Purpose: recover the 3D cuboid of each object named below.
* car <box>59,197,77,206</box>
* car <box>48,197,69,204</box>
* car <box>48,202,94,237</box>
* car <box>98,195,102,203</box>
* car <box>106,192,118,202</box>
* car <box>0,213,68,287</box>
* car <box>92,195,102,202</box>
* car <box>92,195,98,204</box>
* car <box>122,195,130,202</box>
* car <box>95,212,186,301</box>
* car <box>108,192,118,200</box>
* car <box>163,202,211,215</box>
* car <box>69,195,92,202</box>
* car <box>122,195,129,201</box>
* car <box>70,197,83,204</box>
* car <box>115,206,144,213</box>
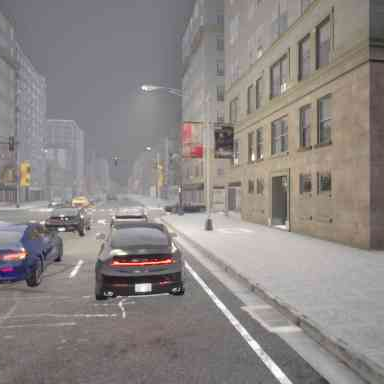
[{"bbox_3d":[-21.436,1.568,57.745,2.033,1.411,5.357,0,0,-11],"label":"car"},{"bbox_3d":[-19.583,1.510,48.176,2.128,1.511,4.902,0,0,-14],"label":"car"},{"bbox_3d":[-6.606,1.509,17.998,1.837,1.490,4.892,0,0,-11],"label":"car"},{"bbox_3d":[-20.059,1.574,67.648,1.994,1.385,4.181,0,0,-11],"label":"car"},{"bbox_3d":[-18.788,1.243,77.767,2.150,2.045,5.566,0,0,-11],"label":"car"},{"bbox_3d":[-4.793,1.527,9.032,1.812,1.442,4.674,0,0,-11],"label":"car"},{"bbox_3d":[-22.056,1.497,77.531,1.837,1.490,4.892,0,0,-11],"label":"car"},{"bbox_3d":[-18.175,1.373,58.038,2.097,1.767,4.553,0,0,-12],"label":"car"},{"bbox_3d":[-15.928,1.617,80.021,1.895,1.301,4.718,0,0,-11],"label":"car"},{"bbox_3d":[-1.368,1.506,8.470,1.837,1.490,4.892,0,0,-11],"label":"car"},{"bbox_3d":[-20.852,1.115,87.980,2.150,2.045,5.566,0,0,-11],"label":"car"},{"bbox_3d":[-0.506,1.630,33.914,4.718,1.301,1.895,0,0,-11],"label":"car"},{"bbox_3d":[-16.371,1.496,48.952,1.882,1.535,5.008,0,0,-11],"label":"car"},{"bbox_3d":[-17.906,1.499,89.816,1.882,1.535,5.008,0,0,-11],"label":"car"},{"bbox_3d":[-23.362,1.617,67.586,1.895,1.301,4.718,0,0,-11],"label":"car"},{"bbox_3d":[-3.311,1.495,17.591,2.128,1.511,4.902,0,0,-11],"label":"car"}]
